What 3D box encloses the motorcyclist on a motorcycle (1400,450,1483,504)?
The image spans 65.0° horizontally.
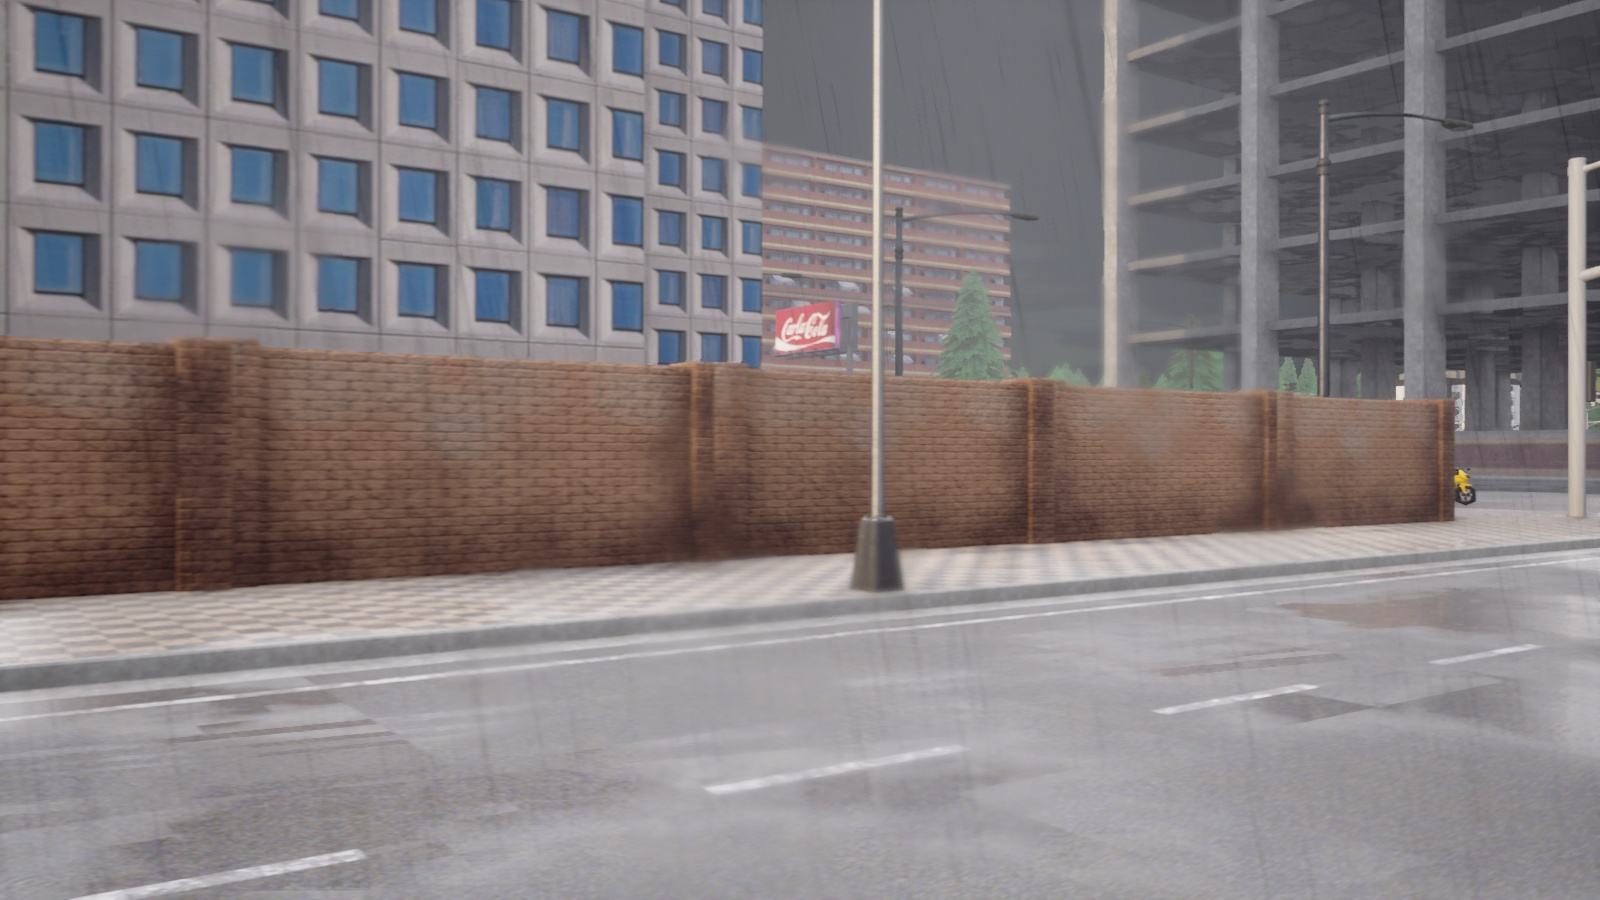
[{"bbox_3d":[18.865,0.778,36.960,0.797,1.523,2.044,0,0,-35],"label":"motorcyclist on a motorcycle"}]
